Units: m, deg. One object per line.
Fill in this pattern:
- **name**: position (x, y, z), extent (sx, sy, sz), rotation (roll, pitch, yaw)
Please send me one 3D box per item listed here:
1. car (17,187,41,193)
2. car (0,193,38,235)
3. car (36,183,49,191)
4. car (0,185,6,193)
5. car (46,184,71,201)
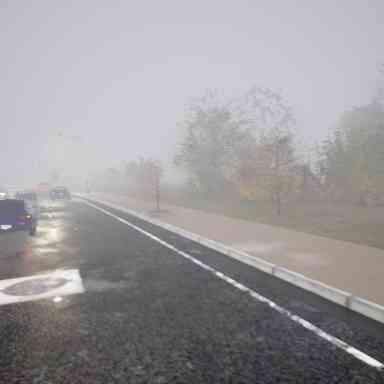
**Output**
- **car**: position (-16.262, 0.425, 32.677), extent (1.895, 1.301, 4.718), rotation (-4, 4, -26)
- **car**: position (-7.703, 1.025, 14.251), extent (1.812, 1.442, 4.674), rotation (-4, 4, -24)
- **car**: position (-25.120, -0.798, 56.351), extent (2.097, 1.767, 4.553), rotation (-4, 4, -29)
- **car**: position (-37.304, -0.597, 64.610), extent (2.128, 1.511, 4.902), rotation (-4, 4, -30)
- **car**: position (-14.402, 0.110, 36.166), extent (1.994, 1.385, 4.181), rotation (-4, 4, -26)
